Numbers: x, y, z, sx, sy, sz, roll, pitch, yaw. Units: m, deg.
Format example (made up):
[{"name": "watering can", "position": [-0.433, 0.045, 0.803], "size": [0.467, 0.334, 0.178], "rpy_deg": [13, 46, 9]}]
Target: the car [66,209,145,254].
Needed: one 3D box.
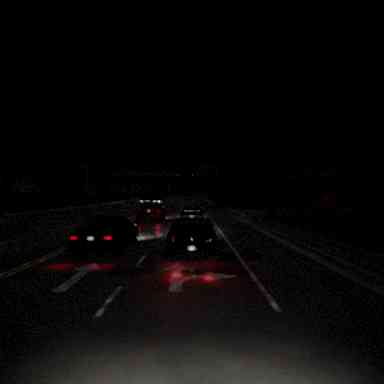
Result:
[{"name": "car", "position": [-3.506, 1.678, 13.988], "size": [2.033, 1.411, 5.357], "rpy_deg": [0, -1, 0]}]

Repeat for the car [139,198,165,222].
[{"name": "car", "position": [-3.510, 1.622, 29.084], "size": [2.097, 1.767, 4.553], "rpy_deg": [0, -1, 0]}]

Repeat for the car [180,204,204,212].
[{"name": "car", "position": [-0.009, 1.766, 29.298], "size": [2.128, 1.511, 4.902], "rpy_deg": [0, 0, 0]}]

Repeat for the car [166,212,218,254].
[{"name": "car", "position": [-0.005, 1.733, 14.106], "size": [1.895, 1.301, 4.718], "rpy_deg": [0, 0, 0]}]
